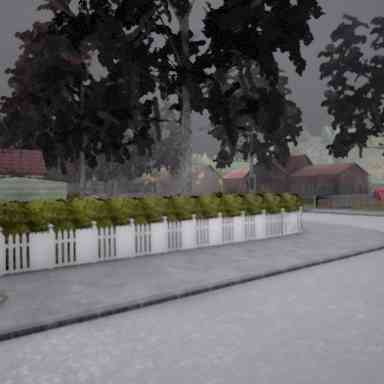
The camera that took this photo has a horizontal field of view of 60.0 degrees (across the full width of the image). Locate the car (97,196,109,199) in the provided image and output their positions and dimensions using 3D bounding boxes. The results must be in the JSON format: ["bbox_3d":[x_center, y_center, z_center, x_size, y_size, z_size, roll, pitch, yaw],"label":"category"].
[{"bbox_3d":[-14.587,1.299,55.249,1.895,1.301,4.718,-1,1,-36],"label":"car"}]
